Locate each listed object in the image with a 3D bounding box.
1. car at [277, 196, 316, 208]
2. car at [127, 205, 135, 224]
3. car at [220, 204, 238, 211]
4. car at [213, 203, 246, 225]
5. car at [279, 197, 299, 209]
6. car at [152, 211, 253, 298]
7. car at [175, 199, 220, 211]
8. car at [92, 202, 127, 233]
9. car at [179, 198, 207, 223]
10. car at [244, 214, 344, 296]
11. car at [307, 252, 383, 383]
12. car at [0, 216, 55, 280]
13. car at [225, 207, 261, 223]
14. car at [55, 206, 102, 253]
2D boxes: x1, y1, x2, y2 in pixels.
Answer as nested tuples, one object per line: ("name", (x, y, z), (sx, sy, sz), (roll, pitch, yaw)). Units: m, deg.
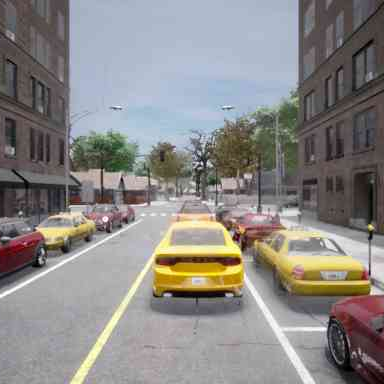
("car", (14.974, 1.418, 47.845), (4.902, 1.511, 2.128), (0, 0, 0))
("car", (-5.316, 1.593, 24.930), (1.802, 1.307, 4.206), (0, 0, 0))
("car", (2.693, 1.590, 19.388), (1.802, 1.307, 4.206), (0, 0, 0))
("car", (2.710, 1.577, 24.907), (1.947, 1.339, 4.313), (0, 0, 0))
("car", (14.388, 1.455, 44.587), (4.674, 1.442, 1.812), (0, 0, 2))
("car", (0.127, 1.480, 8.568), (1.882, 1.535, 5.008), (0, 0, 0))
("car", (0.151, 1.359, 17.750), (2.097, 1.767, 4.553), (0, 0, 0))
("car", (-5.332, 1.448, 19.411), (1.967, 1.590, 4.097), (0, 0, 0))
("car", (0.078, 1.364, 26.593), (2.097, 1.767, 4.553), (0, 0, 0))
("car", (2.660, 1.528, 8.522), (1.752, 1.417, 4.829), (0, 0, 0))
("car", (2.643, 1.582, 2.834), (1.802, 1.307, 4.206), (0, 0, 0))
("car", (-5.365, 1.442, 8.373), (1.967, 1.590, 4.097), (0, 0, 0))
("car", (2.676, 1.550, 13.870), (1.887, 1.381, 4.507), (0, 0, 0))
("car", (-5.349, 1.530, 13.722), (1.752, 1.417, 4.829), (0, 0, 0))
